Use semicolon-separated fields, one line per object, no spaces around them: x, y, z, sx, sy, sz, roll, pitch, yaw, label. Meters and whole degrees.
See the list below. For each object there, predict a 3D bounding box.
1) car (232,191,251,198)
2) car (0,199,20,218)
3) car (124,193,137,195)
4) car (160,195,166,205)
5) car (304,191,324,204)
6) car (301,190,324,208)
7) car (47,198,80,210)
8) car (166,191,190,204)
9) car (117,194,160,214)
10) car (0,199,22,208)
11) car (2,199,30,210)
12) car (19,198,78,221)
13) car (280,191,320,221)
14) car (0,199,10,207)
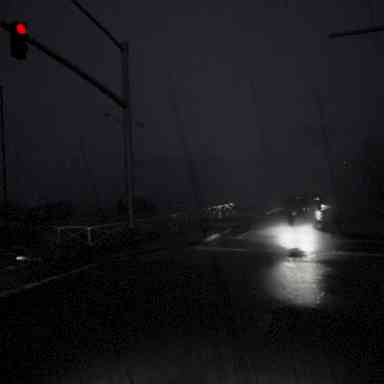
11.973;0.534;81.006;4.611;1.667;2.242;-2;0;23;car
-17.465;1.641;29.124;2.152;1.636;5.027;-2;0;23;car
-7.827;1.131;43.919;1.932;1.855;4.605;-2;0;23;car
-4.560;1.221;51.748;1.970;1.475;3.806;-2;0;23;car
14.673;0.662;39.769;1.895;1.301;4.718;-2;0;24;car
10.739;0.621;30.610;2.097;1.767;4.553;-2;0;23;car
-19.014;1.696;49.419;2.007;1.523;4.514;-2;0;23;car
-1.746;0.849;49.891;1.905;1.878;3.866;-2;0;23;car
-5.315;1.327;31.999;2.007;1.523;4.514;-2;0;23;car
-36.127;2.232;65.018;2.152;1.636;5.027;-2;0;23;car
-28.199;2.020;53.342;1.845;1.501;3.633;-2;0;23;car
-11.427;1.518;26.928;1.970;1.475;3.806;-2;0;23;car
6.891;0.965;21.545;2.128;1.511;4.902;-2;0;23;car
-39.036;2.338;66.189;2.007;1.523;4.514;-2;0;23;car
